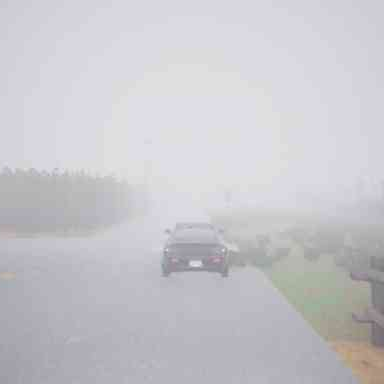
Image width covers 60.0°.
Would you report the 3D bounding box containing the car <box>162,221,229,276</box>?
[{"bbox_3d":[0.092,1.634,10.594,1.812,1.442,4.674,0,0,0],"label":"car"}]
